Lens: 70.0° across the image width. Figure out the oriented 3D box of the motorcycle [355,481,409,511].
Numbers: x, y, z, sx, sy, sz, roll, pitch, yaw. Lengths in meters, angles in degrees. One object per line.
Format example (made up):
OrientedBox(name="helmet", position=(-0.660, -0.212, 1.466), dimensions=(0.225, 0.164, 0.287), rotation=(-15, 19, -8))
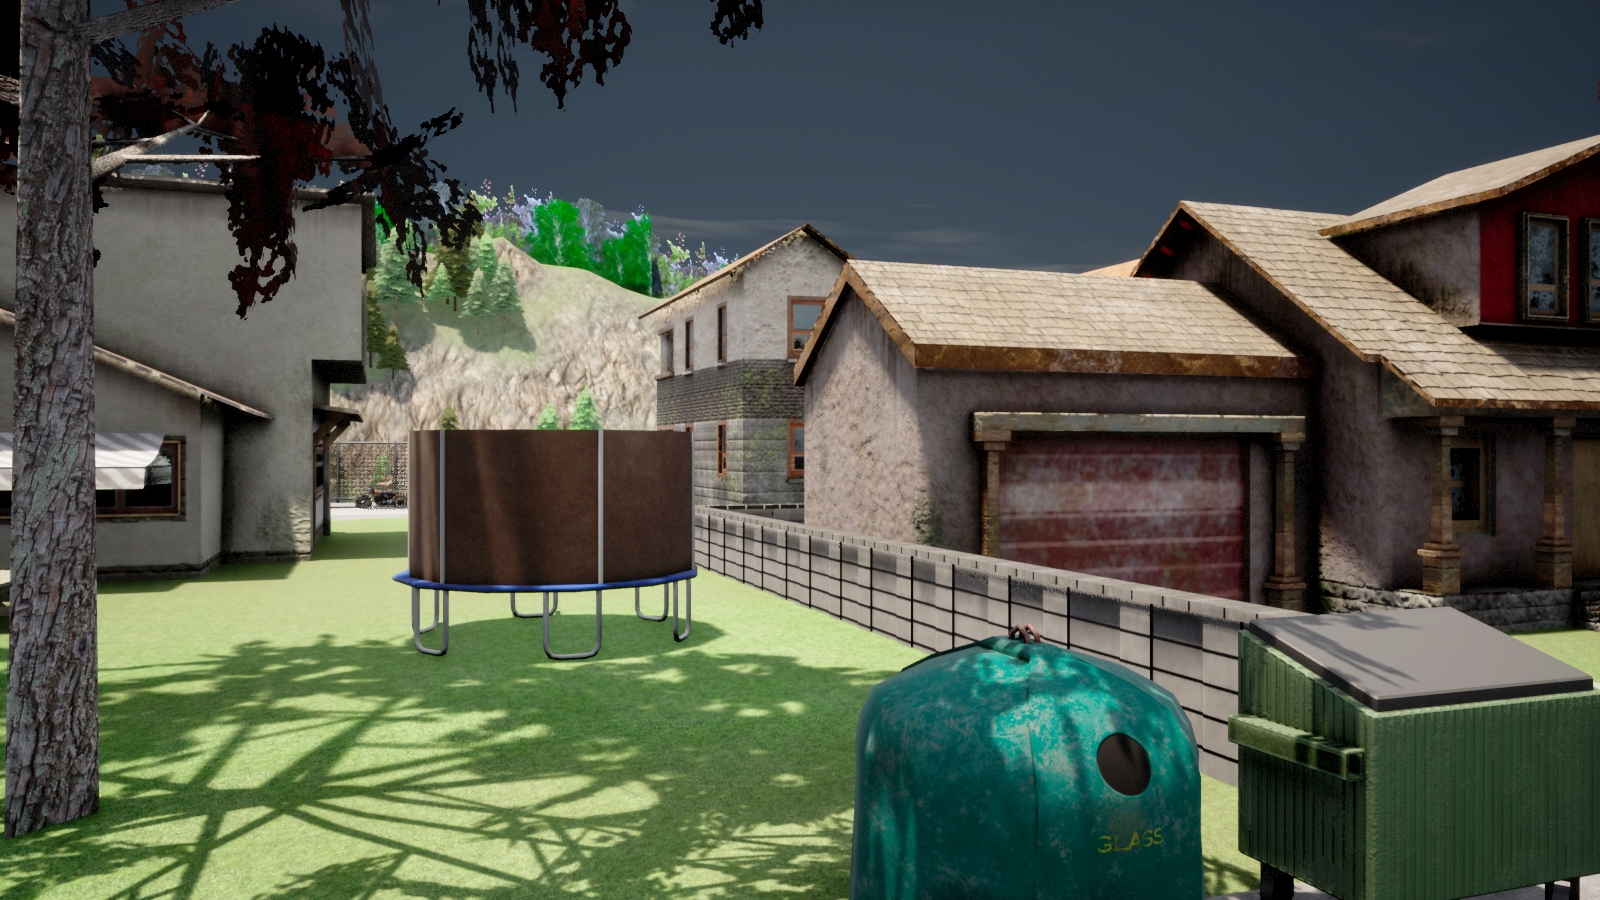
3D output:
OrientedBox(name="motorcycle", position=(-19.634, 2.155, 53.642), dimensions=(2.356, 1.307, 0.764), rotation=(0, 0, -20))
